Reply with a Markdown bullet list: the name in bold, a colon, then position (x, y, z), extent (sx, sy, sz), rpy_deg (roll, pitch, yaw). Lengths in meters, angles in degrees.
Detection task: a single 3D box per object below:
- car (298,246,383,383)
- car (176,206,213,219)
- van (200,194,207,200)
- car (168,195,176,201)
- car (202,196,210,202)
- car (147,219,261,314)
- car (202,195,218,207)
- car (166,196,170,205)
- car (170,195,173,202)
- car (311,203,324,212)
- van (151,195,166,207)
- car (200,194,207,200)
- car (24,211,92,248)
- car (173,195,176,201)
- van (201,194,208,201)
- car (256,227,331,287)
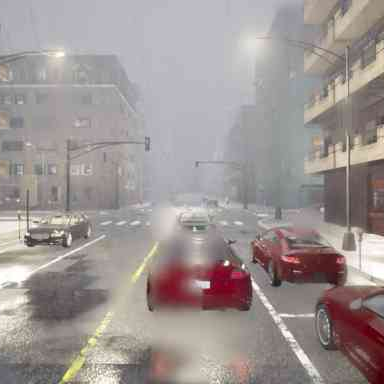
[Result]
- **car**: position (2.672, 1.583, 3.330), extent (1.802, 1.307, 4.206), rpy_deg (1, 0, 0)
- **car**: position (0.125, 1.604, 16.544), extent (1.895, 1.301, 4.718), rpy_deg (0, 0, 0)
- **van**: position (3.252, 1.350, 92.391), extent (1.690, 1.788, 3.998), rpy_deg (1, 0, 0)
- **car**: position (-5.175, 1.554, 86.811), extent (1.887, 1.381, 4.507), rpy_deg (1, 0, 0)
- **car**: position (3.116, 1.590, 75.381), extent (1.802, 1.307, 4.206), rpy_deg (1, 0, 0)
- **car**: position (0.117, 1.566, 7.726), extent (1.994, 1.385, 4.181), rpy_deg (0, 0, -1)
- **car**: position (3.035, 1.558, 51.123), extent (2.008, 1.369, 4.403), rpy_deg (1, 0, 0)
- **car**: position (-5.396, 1.574, 58.459), extent (1.947, 1.339, 4.313), rpy_deg (1, 0, 0)
- **car**: position (-5.350, 1.448, 64.129), extent (1.967, 1.590, 4.097), rpy_deg (1, 0, 0)
- **car**: position (15.599, 1.518, 36.878), extent (4.507, 1.381, 1.887), rpy_deg (0, -1, 1)
- **van**: position (-5.512, 1.349, 52.796), extent (1.690, 1.788, 3.998), rpy_deg (1, 0, 0)
- **car**: position (3.072, 1.558, 69.711), extent (2.008, 1.369, 4.403), rpy_deg (1, 0, 0)
- **car**: position (-5.749, 1.554, 14.751), extent (2.008, 1.369, 4.403), rpy_deg (1, 0, 0)
- **car**: position (-5.264, 1.575, 75.471), extent (1.947, 1.339, 4.313), rpy_deg (1, 0, 0)
- **van**: position (3.208, 1.349, 86.721), extent (1.690, 1.788, 3.998), rpy_deg (1, 0, 0)
- **car**: position (2.680, 1.584, 9.001), extent (1.802, 1.307, 4.206), rpy_deg (1, 0, 0)
